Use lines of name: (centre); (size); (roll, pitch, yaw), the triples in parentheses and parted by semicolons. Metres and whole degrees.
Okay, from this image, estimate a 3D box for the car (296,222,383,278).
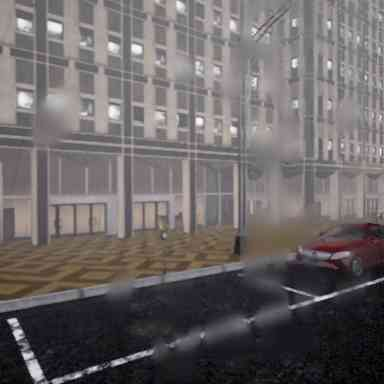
car: (4.974, 1.599, 10.113); (4.206, 1.307, 1.802); (0, -1, -35)
